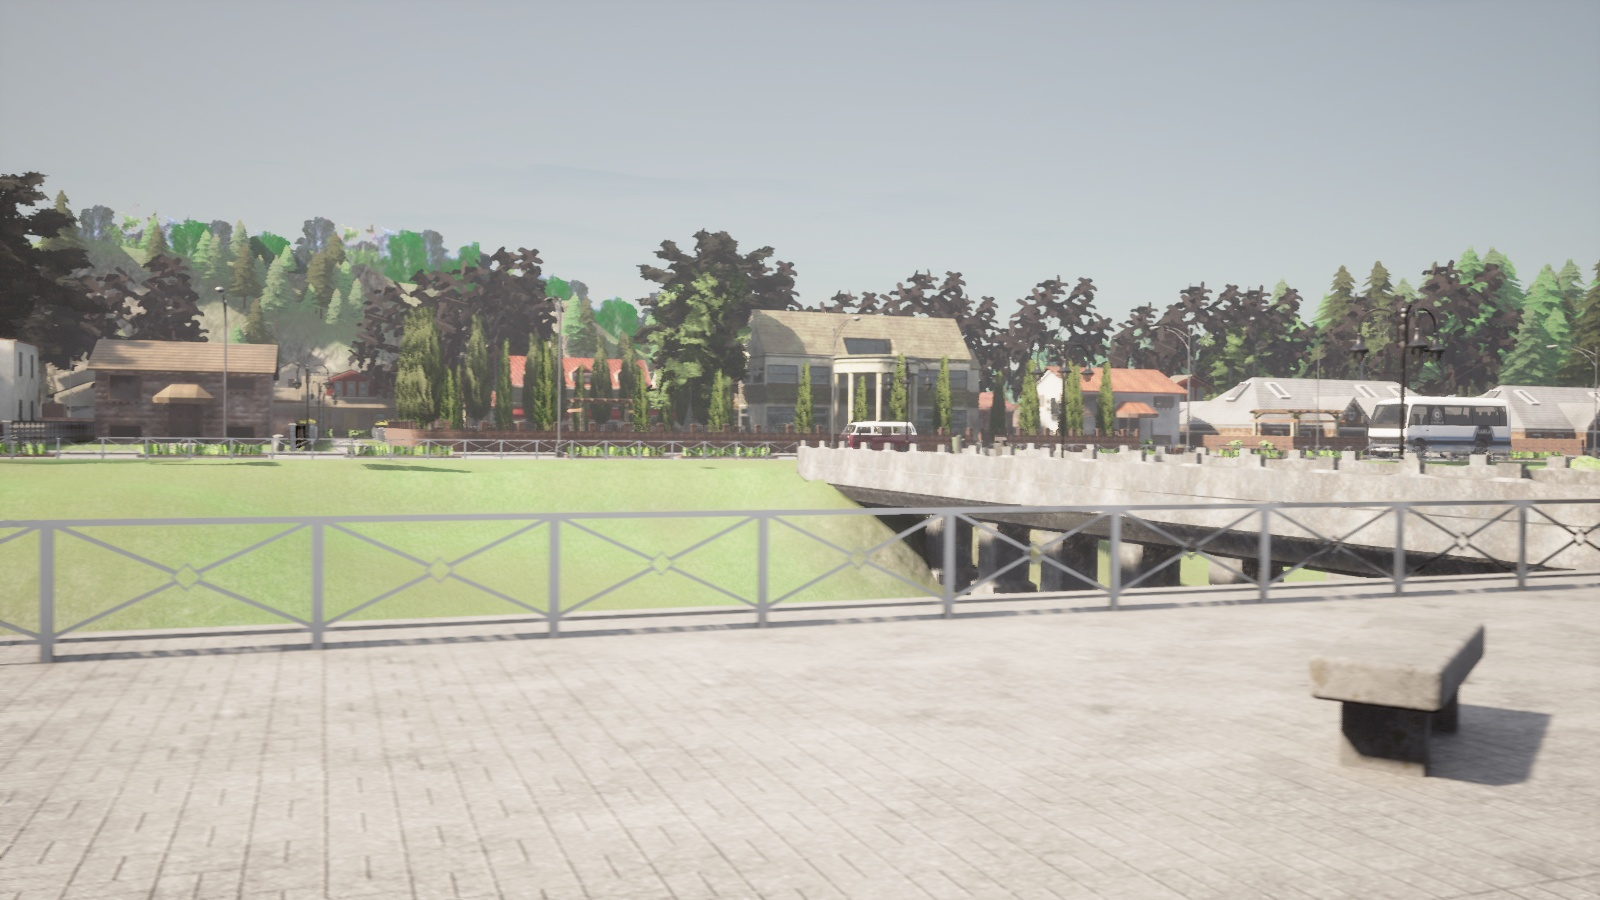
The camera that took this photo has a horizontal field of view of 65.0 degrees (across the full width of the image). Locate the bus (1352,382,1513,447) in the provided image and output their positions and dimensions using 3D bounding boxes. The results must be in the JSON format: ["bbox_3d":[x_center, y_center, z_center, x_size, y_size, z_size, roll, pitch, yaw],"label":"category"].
[{"bbox_3d":[43.446,-2.451,86.218,10.273,4.253,3.944,-1,1,-21],"label":"bus"}]

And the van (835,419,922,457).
[{"bbox_3d":[4.458,-0.689,71.439,4.480,2.038,2.069,-1,1,-21],"label":"van"}]
